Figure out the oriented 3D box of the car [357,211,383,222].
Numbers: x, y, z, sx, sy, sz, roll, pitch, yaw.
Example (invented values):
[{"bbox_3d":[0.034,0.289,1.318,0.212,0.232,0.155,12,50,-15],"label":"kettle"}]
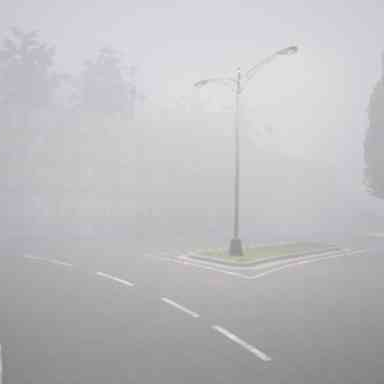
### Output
[{"bbox_3d":[30.539,4.045,56.555,2.097,1.767,4.553,3,-1,-27],"label":"car"}]
